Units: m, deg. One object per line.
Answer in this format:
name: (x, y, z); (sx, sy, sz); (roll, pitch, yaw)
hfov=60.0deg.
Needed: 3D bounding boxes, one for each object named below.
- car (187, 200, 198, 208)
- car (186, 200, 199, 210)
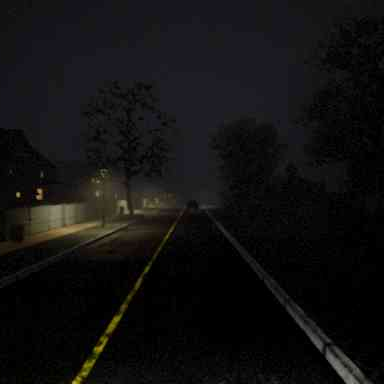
car: (0.080, 2.136, 60.663); (1.994, 1.385, 4.181); (0, -1, 0)
car: (0.067, 1.978, 50.235); (1.837, 1.490, 4.892); (0, -1, 0)
